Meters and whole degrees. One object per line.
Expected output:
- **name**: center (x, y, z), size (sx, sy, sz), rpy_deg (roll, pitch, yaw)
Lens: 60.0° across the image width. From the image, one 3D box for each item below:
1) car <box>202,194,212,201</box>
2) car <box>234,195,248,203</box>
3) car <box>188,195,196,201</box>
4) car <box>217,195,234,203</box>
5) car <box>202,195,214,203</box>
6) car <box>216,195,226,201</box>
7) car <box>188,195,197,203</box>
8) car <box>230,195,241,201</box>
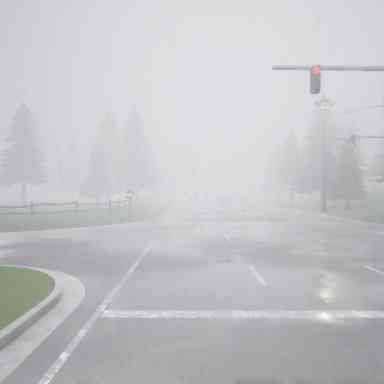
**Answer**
- **car**: center (3.560, 1.357, 80.762), size (2.128, 1.511, 4.902), rpy_deg (0, 0, 0)
- **car**: center (10.552, 1.531, 70.336), size (2.033, 1.411, 5.357), rpy_deg (0, 0, 0)
- **car**: center (0.060, 1.427, 80.794), size (1.895, 1.301, 4.718), rpy_deg (0, 0, 0)
- **car**: center (7.052, 1.517, 70.339), size (2.128, 1.511, 4.902), rpy_deg (0, 0, 0)
- **car**: center (3.552, 1.469, 70.342), size (1.882, 1.535, 5.008), rpy_deg (0, 0, 0)
- **car**: center (7.060, 1.427, 80.789), size (1.895, 1.301, 4.718), rpy_deg (0, 0, 0)
- **car**: center (0.052, 1.517, 70.344), size (2.128, 1.511, 4.902), rpy_deg (0, 0, 0)
- **car**: center (10.560, 1.427, 80.786), size (1.895, 1.301, 4.718), rpy_deg (0, 0, 0)
